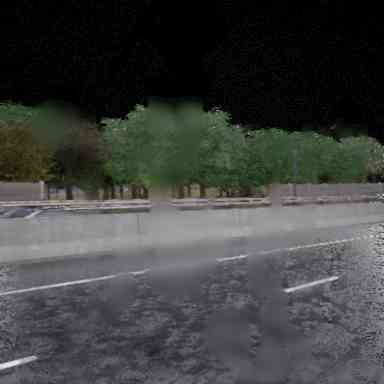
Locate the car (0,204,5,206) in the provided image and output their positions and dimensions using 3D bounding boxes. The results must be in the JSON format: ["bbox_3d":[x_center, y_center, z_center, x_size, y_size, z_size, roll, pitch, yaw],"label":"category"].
[{"bbox_3d":[-9.318,1.546,18.841,5.357,1.411,2.033,0,0,-35],"label":"car"}]

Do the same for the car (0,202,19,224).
[{"bbox_3d":[-15.069,1.489,23.334,4.902,1.511,2.128,0,0,-35],"label":"car"}]

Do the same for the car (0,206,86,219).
[{"bbox_3d":[-7.118,1.524,16.109,4.674,1.442,1.812,0,0,-35],"label":"car"}]

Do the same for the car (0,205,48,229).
[{"bbox_3d":[-11.926,1.599,21.279,4.718,1.301,1.895,0,0,-35],"label":"car"}]
